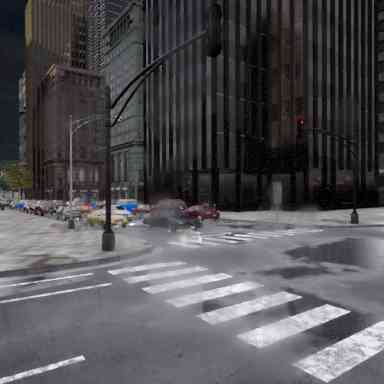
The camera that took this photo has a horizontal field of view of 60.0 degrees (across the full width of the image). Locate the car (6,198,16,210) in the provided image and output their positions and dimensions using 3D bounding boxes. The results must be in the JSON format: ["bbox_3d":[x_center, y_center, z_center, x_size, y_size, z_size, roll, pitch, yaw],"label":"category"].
[{"bbox_3d":[-31.936,2.353,60.517,1.967,1.590,4.097,-1,0,-35],"label":"car"}]

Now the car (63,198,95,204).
[{"bbox_3d":[-12.936,1.866,38.387,2.097,1.767,4.553,0,-1,-35],"label":"car"}]

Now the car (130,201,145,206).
[{"bbox_3d":[-5.294,2.005,37.748,1.802,1.307,4.206,-1,0,-35],"label":"car"}]

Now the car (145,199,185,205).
[{"bbox_3d":[-2.360,1.669,33.597,2.192,1.841,5.009,-1,0,-35],"label":"car"}]

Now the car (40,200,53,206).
[{"bbox_3d":[-34.727,2.660,79.178,1.947,1.339,4.313,-1,0,-35],"label":"car"}]

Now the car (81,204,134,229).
[{"bbox_3d":[-6.276,1.843,24.379,1.752,1.417,4.829,-1,0,-35],"label":"car"}]

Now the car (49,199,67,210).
[{"bbox_3d":[-24.054,2.170,59.569,2.097,1.767,4.553,0,-1,-35],"label":"car"}]

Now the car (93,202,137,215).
[{"bbox_3d":[-7.056,1.902,30.093,1.812,1.442,4.674,0,-1,-35],"label":"car"}]

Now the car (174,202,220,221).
[{"bbox_3d":[0.585,1.829,29.445,1.887,1.381,4.507,-1,0,-35],"label":"car"}]

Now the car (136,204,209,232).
[{"bbox_3d":[-1.457,1.792,22.152,2.033,1.411,5.357,0,-1,-35],"label":"car"}]

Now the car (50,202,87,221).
[{"bbox_3d":[-12.031,2.004,32.485,2.008,1.369,4.403,-1,0,-35],"label":"car"}]

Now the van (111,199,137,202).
[{"bbox_3d":[-8.240,1.833,41.899,1.690,1.788,3.998,-1,0,-35],"label":"van"}]

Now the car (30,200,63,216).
[{"bbox_3d":[-17.693,1.901,40.453,2.192,1.841,5.009,-1,0,-35],"label":"car"}]

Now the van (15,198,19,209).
[{"bbox_3d":[-26.178,2.123,52.404,1.690,1.788,3.998,-1,0,-35],"label":"van"}]

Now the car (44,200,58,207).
[{"bbox_3d":[-31.714,2.595,74.936,1.947,1.339,4.313,-1,0,-35],"label":"car"}]

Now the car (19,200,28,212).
[{"bbox_3d":[-23.347,2.157,48.420,1.967,1.590,4.097,-1,0,-35],"label":"car"}]

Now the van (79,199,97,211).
[{"bbox_3d":[-17.061,2.038,54.353,1.690,1.788,3.998,-1,0,-35],"label":"van"}]

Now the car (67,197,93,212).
[{"bbox_3d":[-16.522,1.863,48.949,2.150,2.045,5.566,0,-1,-35],"label":"car"}]

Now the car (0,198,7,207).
[{"bbox_3d":[-41.273,2.666,73.672,1.887,1.381,4.507,-1,0,-35],"label":"car"}]

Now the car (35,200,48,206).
[{"bbox_3d":[-37.738,2.710,83.420,2.008,1.369,4.403,-1,0,-35],"label":"car"}]

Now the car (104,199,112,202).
[{"bbox_3d":[-11.181,1.875,46.051,2.192,1.841,5.009,-1,0,-35],"label":"car"}]

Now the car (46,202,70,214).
[{"bbox_3d":[-18.918,2.146,46.887,2.128,1.511,4.902,0,-1,-35],"label":"car"}]

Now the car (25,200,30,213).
[{"bbox_3d":[-20.516,2.196,44.436,1.887,1.381,4.507,-1,0,-35],"label":"car"}]

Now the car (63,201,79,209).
[{"bbox_3d":[-22.680,2.407,62.210,1.802,1.307,4.206,-1,0,-35],"label":"car"}]

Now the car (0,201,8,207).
[{"bbox_3d":[-44.385,2.770,78.056,1.802,1.307,4.206,-1,0,-35],"label":"car"}]
